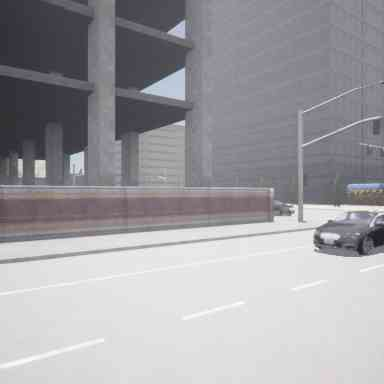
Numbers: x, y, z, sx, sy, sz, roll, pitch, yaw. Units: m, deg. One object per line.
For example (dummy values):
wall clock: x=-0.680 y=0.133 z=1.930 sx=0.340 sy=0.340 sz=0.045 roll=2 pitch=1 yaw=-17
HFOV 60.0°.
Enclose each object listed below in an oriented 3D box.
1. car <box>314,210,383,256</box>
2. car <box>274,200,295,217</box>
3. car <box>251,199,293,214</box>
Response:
car: x=6.798 y=1.491 z=13.234 sx=4.902 sy=1.511 sz=2.128 roll=0 pitch=0 yaw=-37
car: x=7.617 y=1.491 z=32.029 sx=2.128 sy=1.511 sz=4.902 roll=0 pitch=0 yaw=-36
car: x=8.694 y=1.562 z=36.499 sx=1.994 sy=1.385 sz=4.181 roll=0 pitch=0 yaw=-36
